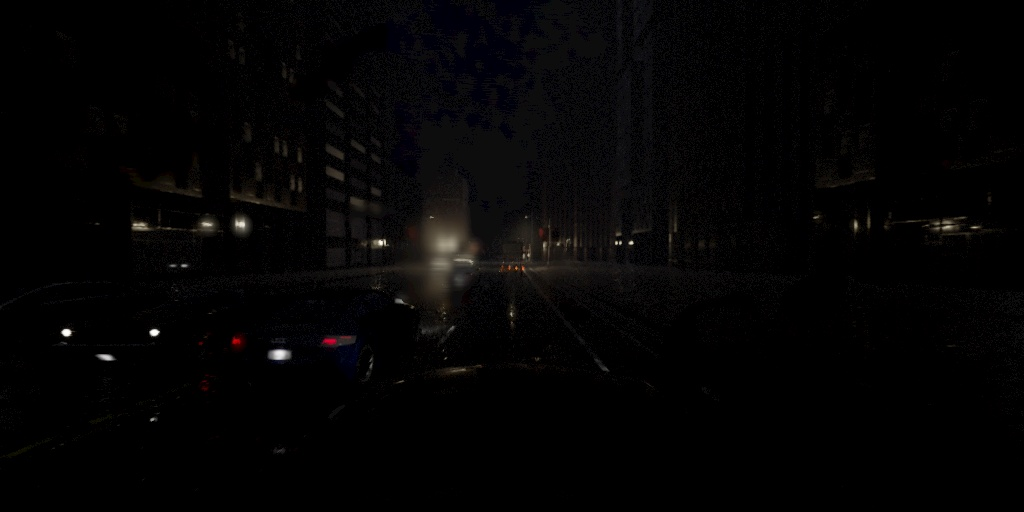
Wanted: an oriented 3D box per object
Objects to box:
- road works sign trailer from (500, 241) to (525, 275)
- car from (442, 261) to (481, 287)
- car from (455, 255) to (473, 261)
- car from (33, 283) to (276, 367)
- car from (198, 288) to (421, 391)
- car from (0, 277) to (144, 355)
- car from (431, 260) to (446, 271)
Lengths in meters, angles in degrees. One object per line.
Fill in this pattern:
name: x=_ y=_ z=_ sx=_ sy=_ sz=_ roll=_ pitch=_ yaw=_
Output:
road works sign trailer: x=0.010 y=0.173 z=39.054 sx=2.380 sy=3.560 sz=2.880 roll=0 pitch=0 yaw=1
car: x=-3.149 y=1.236 z=23.760 sx=1.812 sy=1.442 sz=4.674 roll=0 pitch=0 yaw=0
car: x=-6.573 y=0.937 z=49.617 sx=2.150 sy=2.045 sz=5.566 roll=0 pitch=0 yaw=0
car: x=-6.601 y=1.334 z=8.034 sx=1.895 sy=1.301 sz=4.718 roll=0 pitch=0 yaw=0
car: x=-3.150 y=1.300 z=6.866 sx=1.994 sy=1.385 sz=4.181 roll=0 pitch=0 yaw=0
car: x=-9.850 y=1.226 z=7.293 sx=2.128 sy=1.511 sz=4.902 roll=0 pitch=0 yaw=0
car: x=-9.822 y=1.242 z=49.828 sx=1.812 sy=1.442 sz=4.674 roll=0 pitch=0 yaw=0
